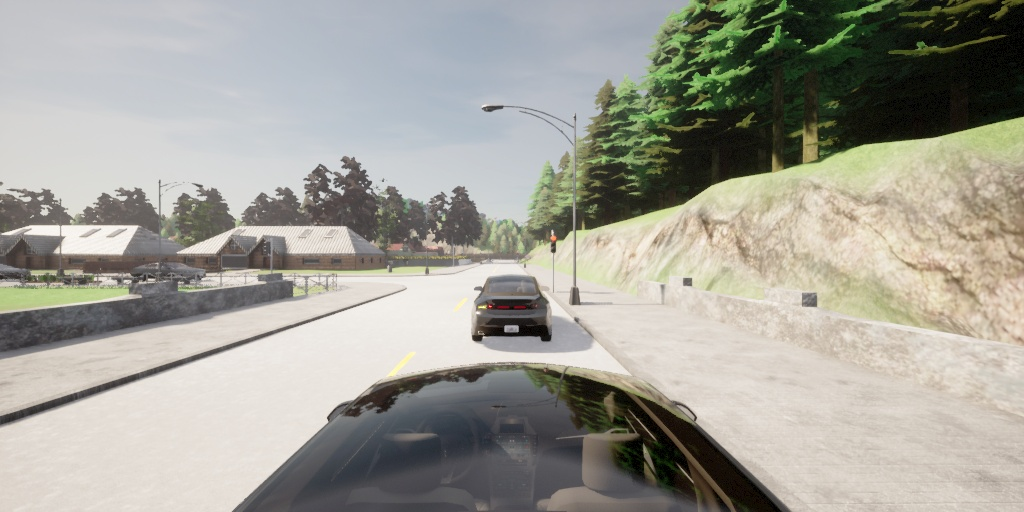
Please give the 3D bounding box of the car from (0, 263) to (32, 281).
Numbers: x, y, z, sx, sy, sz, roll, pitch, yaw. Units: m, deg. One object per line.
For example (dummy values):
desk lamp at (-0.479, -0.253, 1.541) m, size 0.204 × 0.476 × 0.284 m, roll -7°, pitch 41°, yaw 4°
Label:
car at (-40.801, 1.228, 27.999) m, size 5.008 × 1.535 × 1.882 m, roll 1°, pitch 0°, yaw 0°

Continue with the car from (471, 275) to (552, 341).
car at (-0.010, 1.255, 9.813) m, size 1.837 × 1.490 × 4.892 m, roll 0°, pitch 0°, yaw 0°

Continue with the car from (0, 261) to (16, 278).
car at (-48.134, 1.228, 32.066) m, size 5.008 × 1.535 × 1.882 m, roll 0°, pitch 0°, yaw 0°

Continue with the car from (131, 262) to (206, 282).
car at (-26.813, 1.241, 28.108) m, size 4.902 × 1.511 × 2.128 m, roll 0°, pitch 0°, yaw 0°
